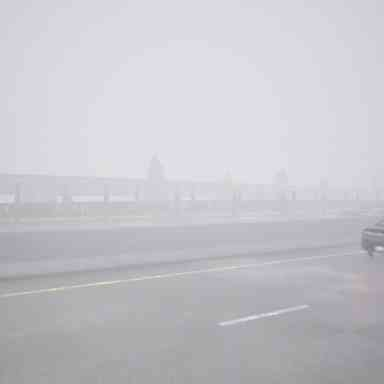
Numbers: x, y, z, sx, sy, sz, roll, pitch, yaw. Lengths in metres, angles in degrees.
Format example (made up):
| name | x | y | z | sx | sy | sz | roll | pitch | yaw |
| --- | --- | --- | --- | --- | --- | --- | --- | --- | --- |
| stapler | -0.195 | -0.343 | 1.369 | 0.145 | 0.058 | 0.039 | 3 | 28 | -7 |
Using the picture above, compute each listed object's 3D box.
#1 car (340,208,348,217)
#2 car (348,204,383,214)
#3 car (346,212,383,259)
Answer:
| name | x | y | z | sx | sy | sz | roll | pitch | yaw |
| --- | --- | --- | --- | --- | --- | --- | --- | --- | --- |
| car | 17.017 | 1.822 | 32.721 | 5.357 | 1.411 | 2.033 | 1 | 0 | -29 |
| car | 13.148 | 1.722 | 22.643 | 4.674 | 1.442 | 1.812 | 1 | 0 | -29 |
| car | 8.055 | 1.596 | 11.669 | 4.902 | 1.511 | 2.128 | 1 | 0 | -29 |
